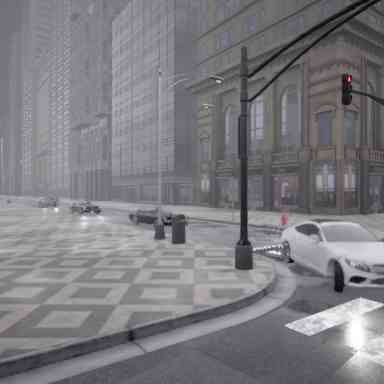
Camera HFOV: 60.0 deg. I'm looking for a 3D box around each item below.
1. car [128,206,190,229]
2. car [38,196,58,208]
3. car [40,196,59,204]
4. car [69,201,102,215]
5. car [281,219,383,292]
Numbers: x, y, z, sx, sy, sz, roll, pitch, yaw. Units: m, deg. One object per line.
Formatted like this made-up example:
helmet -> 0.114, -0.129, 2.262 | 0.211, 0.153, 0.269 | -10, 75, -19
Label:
car -> -2.139, 1.540, 20.622 | 1.895, 1.301, 4.718 | 0, 0, -35
car -> -19.903, 1.379, 45.766 | 1.837, 1.490, 4.892 | 0, 0, -35
car -> -25.046, 1.447, 58.363 | 1.895, 1.301, 4.718 | 0, 0, -36
car -> -10.375, 1.503, 32.212 | 1.895, 1.301, 4.718 | 0, 0, -35
car -> 3.955, 1.513, 9.131 | 1.812, 1.442, 4.674 | 1, 0, -6
